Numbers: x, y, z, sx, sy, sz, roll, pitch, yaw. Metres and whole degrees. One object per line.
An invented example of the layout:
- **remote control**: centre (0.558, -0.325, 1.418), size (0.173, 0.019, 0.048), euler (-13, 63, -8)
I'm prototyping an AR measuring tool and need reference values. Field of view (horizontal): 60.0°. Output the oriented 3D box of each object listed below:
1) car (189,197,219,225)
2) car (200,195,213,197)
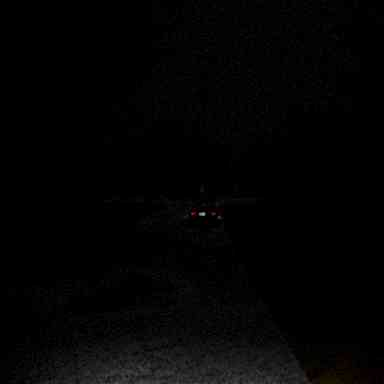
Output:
- **car**: centre (0.751, 1.282, 21.663), size (2.033, 1.411, 5.357), euler (0, 1, 2)
- **car**: centre (1.669, 1.035, 38.126), size (1.895, 1.301, 4.718), euler (0, 1, 6)
